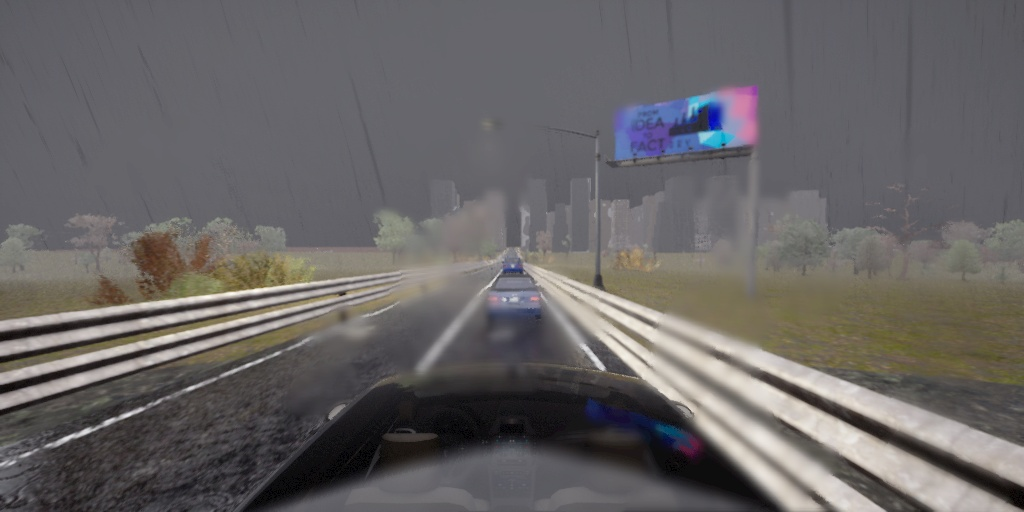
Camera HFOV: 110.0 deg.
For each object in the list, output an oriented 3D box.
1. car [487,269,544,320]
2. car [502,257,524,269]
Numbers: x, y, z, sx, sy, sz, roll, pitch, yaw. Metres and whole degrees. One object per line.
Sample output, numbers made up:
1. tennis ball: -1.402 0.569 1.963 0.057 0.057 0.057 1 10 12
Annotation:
1. car: 0.101 1.353 12.926 2.033 1.411 5.357 0 0 0
2. car: 0.106 1.160 39.327 2.150 2.045 5.566 0 0 0
